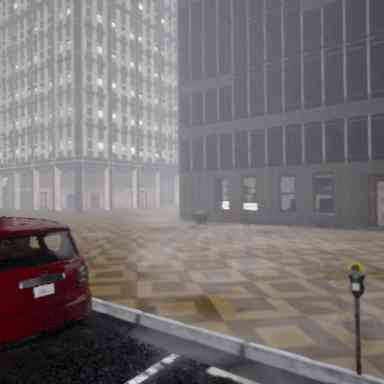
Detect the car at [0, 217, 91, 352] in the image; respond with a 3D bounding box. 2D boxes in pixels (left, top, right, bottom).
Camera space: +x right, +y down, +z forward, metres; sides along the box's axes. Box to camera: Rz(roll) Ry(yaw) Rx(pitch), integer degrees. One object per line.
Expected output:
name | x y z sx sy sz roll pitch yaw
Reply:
car | -3.823 1.344 5.610 5.009 1.841 2.192 0 -1 35
